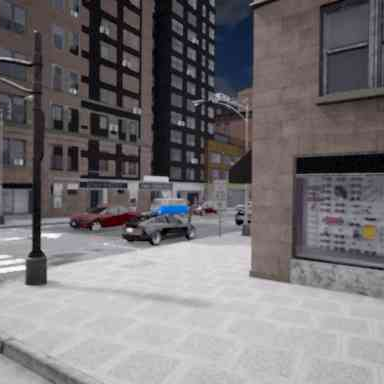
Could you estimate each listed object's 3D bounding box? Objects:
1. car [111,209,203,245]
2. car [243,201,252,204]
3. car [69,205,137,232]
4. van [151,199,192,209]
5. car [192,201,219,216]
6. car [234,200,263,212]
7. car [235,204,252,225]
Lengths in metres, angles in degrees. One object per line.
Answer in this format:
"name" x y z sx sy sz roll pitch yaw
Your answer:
"car" -1.577 1.765 16.610 1.947 1.339 4.313 0 0 36
"car" 6.914 1.823 38.545 1.812 1.442 4.674 1 0 36
"car" -5.438 1.605 21.429 1.882 1.535 5.008 1 0 36
"van" -2.063 1.504 30.513 1.690 1.788 3.998 0 0 36
"car" 1.150 1.647 34.973 1.967 1.590 4.097 0 0 36
"car" 7.476 1.825 43.753 1.752 1.417 4.829 0 0 36
"car" 4.851 1.851 25.528 1.947 1.339 4.313 0 0 36
